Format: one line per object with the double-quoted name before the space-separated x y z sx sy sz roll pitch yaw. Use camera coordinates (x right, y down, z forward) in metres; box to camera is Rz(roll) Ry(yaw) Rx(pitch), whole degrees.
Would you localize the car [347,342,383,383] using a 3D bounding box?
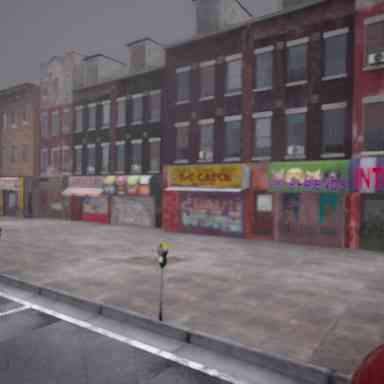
"car" 2.927 1.315 0.697 5.009 1.841 2.192 0 1 36
